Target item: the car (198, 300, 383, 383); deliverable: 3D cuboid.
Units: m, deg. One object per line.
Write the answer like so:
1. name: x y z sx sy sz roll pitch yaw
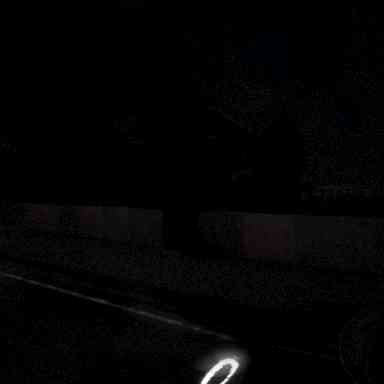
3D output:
1. car: 2.175 1.348 2.011 4.553 1.767 2.097 0 0 36
